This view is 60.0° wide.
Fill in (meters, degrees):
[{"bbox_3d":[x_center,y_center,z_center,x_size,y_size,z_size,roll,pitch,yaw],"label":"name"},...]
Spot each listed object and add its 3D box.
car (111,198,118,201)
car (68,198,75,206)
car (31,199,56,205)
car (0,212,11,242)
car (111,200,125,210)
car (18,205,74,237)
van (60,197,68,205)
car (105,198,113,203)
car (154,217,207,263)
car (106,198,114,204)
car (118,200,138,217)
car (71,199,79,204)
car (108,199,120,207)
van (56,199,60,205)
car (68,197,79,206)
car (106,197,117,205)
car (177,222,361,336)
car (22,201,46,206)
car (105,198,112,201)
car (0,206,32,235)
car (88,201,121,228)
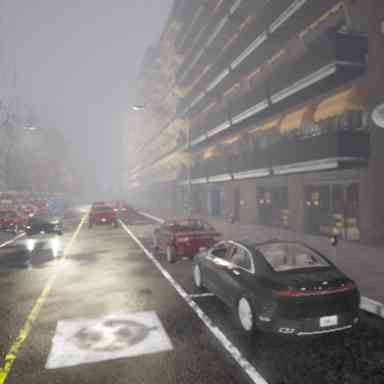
[{"bbox_3d":[-9.580,1.748,44.519,1.967,1.590,4.097,-1,0,-16],"label":"car"},{"bbox_3d":[-22.277,2.187,58.453,1.947,1.339,4.313,-1,0,-16],"label":"car"},{"bbox_3d":[-14.543,1.687,31.387,2.192,1.841,5.009,-1,0,-16],"label":"car"},{"bbox_3d":[-9.894,1.813,15.150,1.802,1.307,4.206,-1,0,-16],"label":"car"},{"bbox_3d":[-11.125,1.939,49.932,1.802,1.307,4.206,-1,0,-16],"label":"car"},{"bbox_3d":[-8.583,1.761,20.059,2.033,1.411,5.357,-1,0,-16],"label":"car"},{"bbox_3d":[-19.186,1.862,47.627,1.690,1.788,3.998,-1,0,-16],"label":"van"},{"bbox_3d":[-21.960,2.307,87.823,1.802,1.307,4.206,-1,0,-16],"label":"car"},{"bbox_3d":[-0.290,1.572,12.041,1.887,1.381,4.507,-1,0,-16],"label":"car"},{"bbox_3d":[-20.459,2.196,82.574,1.752,1.417,4.829,-1,0,-16],"label":"car"},{"bbox_3d":[-6.481,1.791,33.691,1.802,1.307,4.206,-1,0,-16],"label":"car"},{"bbox_3d":[-30.015,2.470,85.518,1.802,1.307,4.206,-1,0,-16],"label":"car"},{"bbox_3d":[-14.222,2.023,60.758,1.947,1.339,4.313,-1,0,-16],"label":"car"},{"bbox_3d":[-16.090,1.763,36.801,1.690,1.788,3.998,-1,0,-16],"label":"van"},{"bbox_3d":[-25.377,2.039,69.280,2.192,1.841,5.009,-1,0,-16],"label":"car"},{"bbox_3d":[-17.319,2.001,71.584,1.967,1.590,4.097,-1,0,-16],"label":"car"},{"bbox_3d":[1.257,1.536,6.628,2.008,1.369,4.403,-1,0,-16],"label":"car"},{"bbox_3d":[-12.991,1.763,25.973,1.967,1.590,4.097,-1,0,-16],"label":"car"},{"bbox_3d":[-10.907,1.798,39.620,1.882,1.535,5.008,-1,0,-16],"label":"car"},{"bbox_3d":[-11.442,1.819,20.562,1.887,1.381,4.507,-1,0,-16],"label":"car"},{"bbox_3d":[-6.367,1.654,23.788,1.882,1.535,5.008,-1,0,-16],"label":"car"}]
